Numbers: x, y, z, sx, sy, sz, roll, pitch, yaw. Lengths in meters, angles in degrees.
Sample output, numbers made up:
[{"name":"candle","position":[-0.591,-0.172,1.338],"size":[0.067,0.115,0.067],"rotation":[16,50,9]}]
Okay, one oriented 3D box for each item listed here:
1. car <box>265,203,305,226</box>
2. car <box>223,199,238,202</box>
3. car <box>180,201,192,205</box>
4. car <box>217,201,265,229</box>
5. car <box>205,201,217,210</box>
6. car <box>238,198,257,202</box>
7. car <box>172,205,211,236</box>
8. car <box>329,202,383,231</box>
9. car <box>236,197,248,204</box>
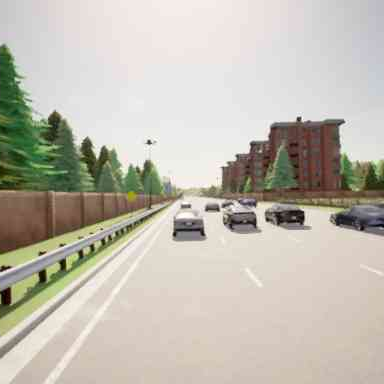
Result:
[{"name":"car","position":[6.703,1.584,24.475],"size":[1.882,1.535,5.008],"rotation":[-1,0,-1]},{"name":"car","position":[6.000,1.975,55.496],"size":[1.812,1.442,4.674],"rotation":[-1,-1,-1]},{"name":"car","position":[-0.963,2.138,53.993],"size":[2.033,1.411,5.357],"rotation":[-1,-1,-1]},{"name":"car","position":[3.230,1.661,23.063],"size":[2.128,1.511,4.902],"rotation":[-1,-1,-1]},{"name":"car","position":[2.787,1.991,46.409],"size":[1.994,1.385,4.181],"rotation":[-1,-1,-1]},{"name":"car","position":[9.507,1.844,55.201],"size":[1.882,1.535,5.008],"rotation":[-1,-1,-1]},{"name":"car","position":[-0.218,1.767,20.260],"size":[2.033,1.411,5.357],"rotation":[-1,-1,-1]},{"name":"car","position":[10.283,1.528,20.219],"size":[2.033,1.411,5.357],"rotation":[-1,-1,-1]},{"name":"car","position":[12.320,2.120,83.015],"size":[2.128,1.511,4.902],"rotation":[-1,-1,-1]}]
